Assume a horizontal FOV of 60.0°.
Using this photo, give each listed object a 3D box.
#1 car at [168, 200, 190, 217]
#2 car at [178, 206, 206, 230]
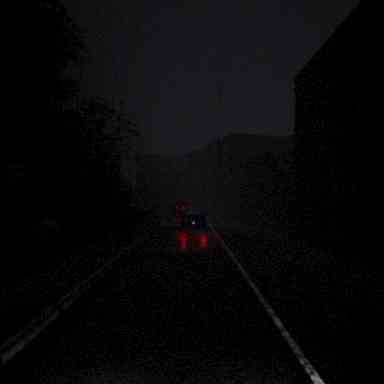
[{"bbox_3d":[-1.655,2.059,42.974,2.150,2.045,5.566,0,-1,-13],"label":"car"},{"bbox_3d":[0.097,1.994,25.064,1.812,1.442,4.674,0,-1,0],"label":"car"}]
